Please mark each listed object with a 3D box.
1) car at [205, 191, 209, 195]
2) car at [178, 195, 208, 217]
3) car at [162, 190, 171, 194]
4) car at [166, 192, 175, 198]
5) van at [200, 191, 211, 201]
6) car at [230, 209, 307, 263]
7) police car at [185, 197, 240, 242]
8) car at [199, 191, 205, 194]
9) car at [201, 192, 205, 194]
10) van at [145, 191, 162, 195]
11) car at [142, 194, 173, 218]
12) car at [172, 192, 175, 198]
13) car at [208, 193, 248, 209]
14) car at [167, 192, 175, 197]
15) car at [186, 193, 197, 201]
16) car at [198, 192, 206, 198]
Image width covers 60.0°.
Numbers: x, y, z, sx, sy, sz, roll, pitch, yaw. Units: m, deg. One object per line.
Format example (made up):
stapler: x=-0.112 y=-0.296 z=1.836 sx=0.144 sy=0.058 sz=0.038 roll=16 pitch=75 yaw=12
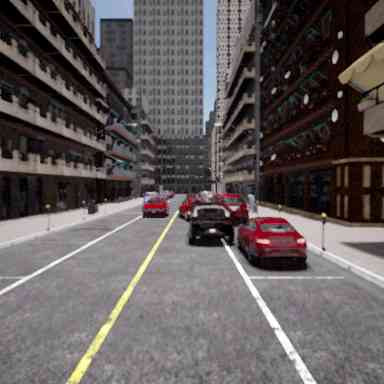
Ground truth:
car: x=2.505 y=1.047 z=27.823 sx=2.192 sy=1.841 sz=5.009 roll=-1 pitch=1 yaw=0
car: x=0.180 y=1.235 z=25.214 sx=1.882 sy=1.535 sz=5.008 roll=0 pitch=1 yaw=-11
car: x=-5.432 y=0.849 z=61.084 sx=1.967 sy=1.590 sz=4.097 roll=-1 pitch=1 yaw=0
car: x=-5.469 y=0.756 z=83.281 sx=1.947 sy=1.339 sz=4.313 roll=-1 pitch=1 yaw=0
van: x=2.447 y=0.750 z=61.116 sx=1.690 sy=1.788 sz=3.998 roll=-1 pitch=1 yaw=0
car: x=2.537 y=1.474 z=11.179 sx=1.802 sy=1.307 sz=4.206 roll=-1 pitch=1 yaw=0
police car: x=0.798 y=1.276 z=15.527 sx=1.930 sy=1.638 sz=5.238 roll=0 pitch=1 yaw=0
car: x=2.468 y=0.957 z=50.019 sx=1.967 sy=1.590 sz=4.097 roll=-1 pitch=1 yaw=0
car: x=2.478 y=1.095 z=44.641 sx=1.752 sy=1.417 sz=4.829 roll=-1 pitch=1 yaw=0
van: x=-5.404 y=0.912 z=44.437 sx=1.690 sy=1.788 sz=3.998 roll=-1 pitch=1 yaw=0
car: x=-2.897 y=1.213 z=27.470 sx=1.882 sy=1.535 sz=5.008 roll=0 pitch=1 yaw=0
car: x=-5.462 y=0.560 z=77.729 sx=2.192 sy=1.841 sz=5.009 roll=-1 pitch=1 yaw=0
car: x=2.514 y=1.100 z=22.274 sx=2.192 sy=1.841 sz=5.009 roll=-1 pitch=1 yaw=0
car: x=-5.479 y=0.679 z=88.829 sx=1.887 sy=1.381 sz=4.507 roll=-1 pitch=1 yaw=0
car: x=-0.114 y=0.933 z=65.101 sx=1.994 sy=1.385 sz=4.181 roll=0 pitch=1 yaw=0
car: x=2.411 y=0.734 z=83.313 sx=1.887 sy=1.381 sz=4.507 roll=-1 pitch=1 yaw=0
